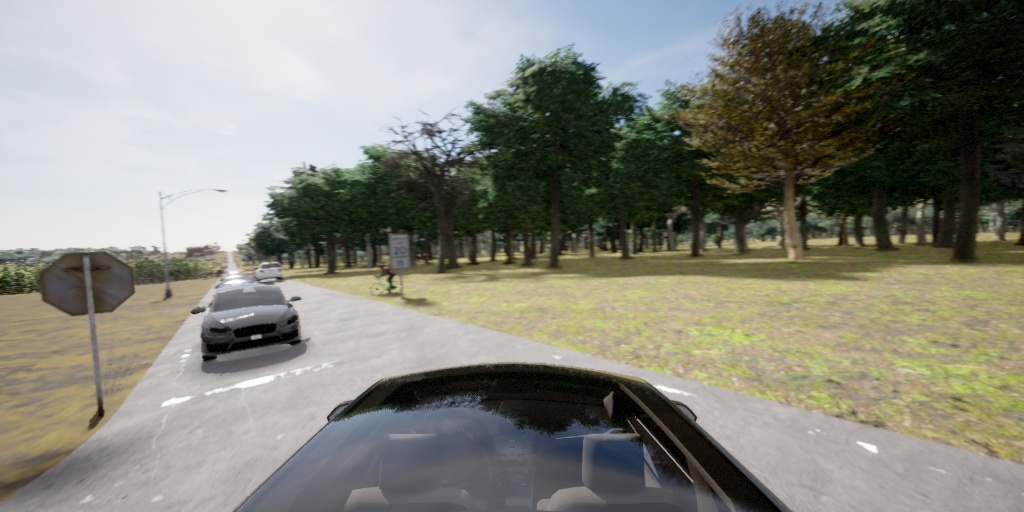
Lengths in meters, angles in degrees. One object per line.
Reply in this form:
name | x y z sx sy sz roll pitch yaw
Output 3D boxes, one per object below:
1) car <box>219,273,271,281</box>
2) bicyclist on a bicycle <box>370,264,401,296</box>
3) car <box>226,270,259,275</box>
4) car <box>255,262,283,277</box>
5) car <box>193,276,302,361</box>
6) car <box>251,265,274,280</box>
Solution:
car | -13.082 1.752 17.304 1.994 1.385 4.181 -5 2 -38
bicyclist on a bicycle | -6.584 1.227 18.680 1.656 1.620 0.582 -4 1 -38
car | -19.286 1.955 25.192 1.994 1.385 4.181 -5 2 -38
car | -26.279 1.741 38.776 2.150 2.045 5.566 -5 2 -38
car | -6.901 1.505 9.456 1.837 1.490 4.892 -5 2 -38
car | -32.842 2.108 47.117 2.097 1.767 4.553 -5 1 -38
